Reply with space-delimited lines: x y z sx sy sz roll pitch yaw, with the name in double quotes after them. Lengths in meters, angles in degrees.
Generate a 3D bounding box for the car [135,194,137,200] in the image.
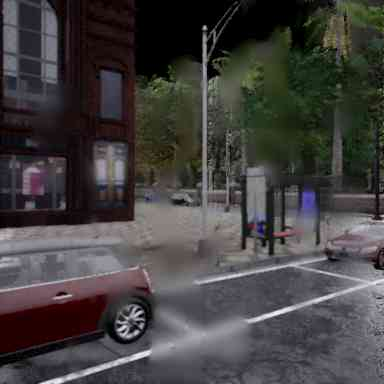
-11.816 0.666 61.411 1.994 1.385 4.181 0 1 -35 "car"

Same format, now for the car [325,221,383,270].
6.203 1.630 11.081 4.206 1.307 1.802 0 0 -36 "car"

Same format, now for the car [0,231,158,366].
-2.630 1.442 4.777 4.097 1.590 1.967 0 0 -36 "car"

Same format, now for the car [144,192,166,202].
-5.872 0.780 53.142 1.882 1.535 5.008 0 1 -35 "car"

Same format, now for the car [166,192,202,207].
-0.757 0.901 40.545 2.097 1.767 4.553 0 1 -35 "car"
